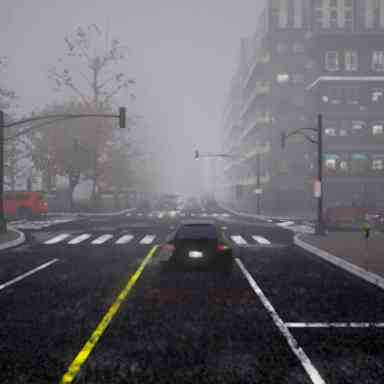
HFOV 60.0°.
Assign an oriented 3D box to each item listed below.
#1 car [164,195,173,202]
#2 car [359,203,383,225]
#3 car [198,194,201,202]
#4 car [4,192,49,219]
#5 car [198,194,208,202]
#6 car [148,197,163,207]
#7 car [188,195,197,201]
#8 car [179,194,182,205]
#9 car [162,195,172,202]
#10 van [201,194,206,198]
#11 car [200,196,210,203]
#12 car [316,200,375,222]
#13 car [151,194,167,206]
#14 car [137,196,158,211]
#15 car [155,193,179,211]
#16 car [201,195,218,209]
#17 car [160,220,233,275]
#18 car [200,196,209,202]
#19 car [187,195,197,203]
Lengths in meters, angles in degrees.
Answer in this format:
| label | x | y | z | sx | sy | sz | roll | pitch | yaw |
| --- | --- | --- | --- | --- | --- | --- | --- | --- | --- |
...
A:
| label | x | y | z | sx | sy | sz | roll | pitch | yaw |
| --- | --- | --- | --- | --- | --- | --- | --- | --- | --- |
| car | -5.672 | 1.510 | 80.530 | 1.967 | 1.590 | 4.097 | 0 | 0 | 0 |
| car | 16.154 | 1.851 | 26.209 | 4.674 | 1.442 | 1.812 | 1 | 0 | 0 |
| car | 2.705 | 1.481 | 63.638 | 1.967 | 1.590 | 4.097 | 0 | 0 | 0 |
| car | -14.168 | 1.005 | 26.053 | 5.566 | 2.045 | 2.150 | 1 | 0 | -1 |
| car | 2.709 | 1.384 | 80.528 | 2.192 | 1.841 | 5.009 | 0 | 0 | 0 |
| car | -5.678 | 1.551 | 52.209 | 1.752 | 1.417 | 4.829 | 0 | 0 | 0 |
| car | 0.016 | 1.471 | 80.252 | 2.128 | 1.511 | 4.902 | 0 | 0 | 0 |
| car | -3.018 | 1.258 | 60.132 | 2.150 | 2.045 | 5.566 | 0 | 0 | 0 |
| car | -5.674 | 1.500 | 74.900 | 1.967 | 1.590 | 4.097 | 0 | 0 | 0 |
| van | 2.703 | 1.366 | 52.377 | 1.690 | 1.788 | 3.998 | 0 | 0 | 0 |
| car | 2.705 | 1.600 | 69.268 | 2.008 | 1.369 | 4.403 | 0 | 0 | 0 |
| car | 13.471 | 1.603 | 28.792 | 5.009 | 1.841 | 2.192 | 1 | -1 | -1 |
| car | -5.677 | 1.348 | 58.009 | 2.192 | 1.841 | 5.009 | 0 | 0 | 0 |
| car | -5.680 | 1.581 | 41.118 | 1.947 | 1.339 | 4.313 | 0 | 0 | 0 |
| car | -3.088 | 1.236 | 42.215 | 2.150 | 2.045 | 5.566 | 0 | 0 | -1 |
| car | 2.701 | 1.564 | 46.746 | 1.887 | 1.381 | 4.507 | 0 | 0 | 0 |
| car | 0.196 | 1.564 | 10.507 | 1.994 | 1.385 | 4.181 | 0 | 0 | 3 |
| car | 2.707 | 1.604 | 74.897 | 1.887 | 1.381 | 4.507 | 0 | 0 | 0 |
| car | 0.013 | 1.602 | 70.215 | 1.994 | 1.385 | 4.181 | 0 | 0 | 0 |
